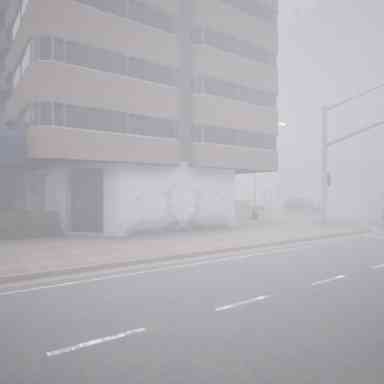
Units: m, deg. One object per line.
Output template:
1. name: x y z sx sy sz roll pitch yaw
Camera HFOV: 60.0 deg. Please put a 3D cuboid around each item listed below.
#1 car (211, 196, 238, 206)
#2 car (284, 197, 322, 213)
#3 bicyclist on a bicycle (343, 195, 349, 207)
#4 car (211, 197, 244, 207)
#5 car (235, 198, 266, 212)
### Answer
1. car: 5.620 1.491 57.932 2.128 1.511 4.902 0 0 -35
2. car: 12.379 1.352 36.341 2.097 1.767 4.553 0 0 -36
3. bicyclist on a bicycle: 22.047 1.301 47.669 1.656 1.620 0.582 0 0 -36
4. car: 5.445 1.547 52.182 2.033 1.411 5.357 0 0 -36
5. car: 6.364 1.477 38.671 1.882 1.535 5.008 0 0 -36
